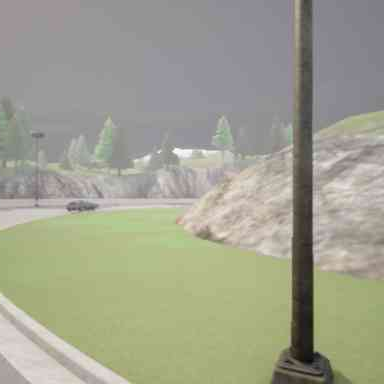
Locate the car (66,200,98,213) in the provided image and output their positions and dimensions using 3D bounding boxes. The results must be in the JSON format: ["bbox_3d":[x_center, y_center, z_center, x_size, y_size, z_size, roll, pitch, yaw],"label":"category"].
[{"bbox_3d":[-13.607,1.742,41.542,2.128,1.511,4.902,0,0,16],"label":"car"}]
